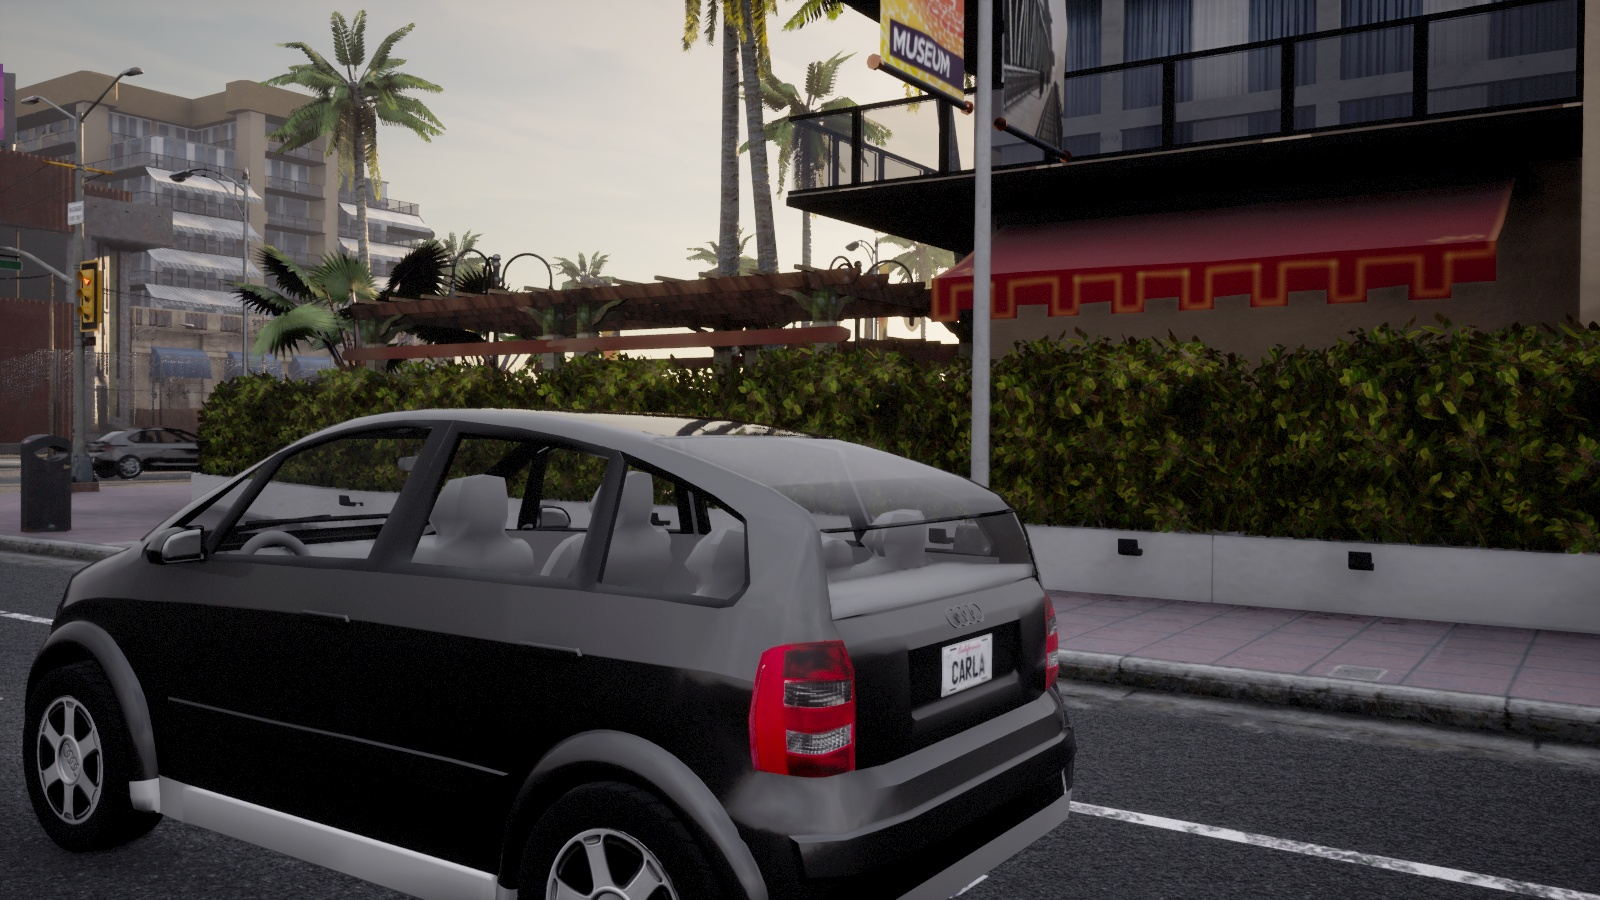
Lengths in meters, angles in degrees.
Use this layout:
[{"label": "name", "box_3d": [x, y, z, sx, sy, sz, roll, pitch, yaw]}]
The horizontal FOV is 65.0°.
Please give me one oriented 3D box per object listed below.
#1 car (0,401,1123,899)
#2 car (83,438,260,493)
[{"label": "car", "box_3d": [-1.011, 0.661, 4.288, 3.705, 1.549, 1.789, 0, 1, 34]}, {"label": "car", "box_3d": [-18.110, 0.410, 36.313, 1.816, 1.474, 4.193, 0, 1, 42]}]
